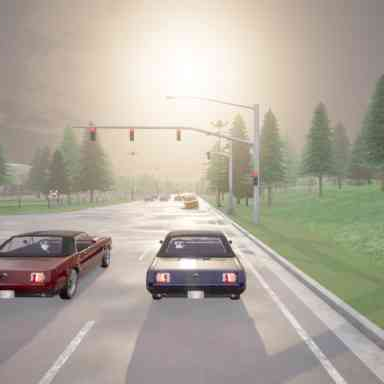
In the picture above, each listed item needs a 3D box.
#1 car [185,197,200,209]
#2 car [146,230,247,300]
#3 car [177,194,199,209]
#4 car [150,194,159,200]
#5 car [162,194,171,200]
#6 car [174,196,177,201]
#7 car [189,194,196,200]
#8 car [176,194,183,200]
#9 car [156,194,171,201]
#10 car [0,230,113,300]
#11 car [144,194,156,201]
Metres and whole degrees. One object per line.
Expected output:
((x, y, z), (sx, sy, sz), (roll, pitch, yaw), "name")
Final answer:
((0.096, 1.592, 50.001), (2.033, 1.411, 5.357), (0, 2, 0), "car")
((0.095, 1.601, 8.336), (1.895, 1.301, 4.718), (0, 0, 0), "car")
((-0.369, 1.053, 46.619), (1.882, 1.535, 5.008), (-10, 17, -8), "car")
((-10.324, 1.332, 91.064), (1.837, 1.490, 4.892), (0, 0, 0), "car")
((-6.824, 1.372, 91.058), (2.033, 1.411, 5.357), (0, 0, 0), "car")
((-3.343, 1.545, 81.047), (1.994, 1.385, 4.181), (0, 0, 0), "car")
((0.176, 1.372, 91.044), (2.033, 1.411, 5.357), (0, 0, 0), "car")
((-3.324, 1.357, 91.051), (1.812, 1.442, 4.674), (0, 0, 0), "car")
((-6.844, 1.531, 80.638), (2.033, 1.411, 5.357), (0, 0, 0), "car")
((-3.405, 1.601, 8.360), (1.895, 1.301, 4.718), (0, 0, 0), "car")
((-10.344, 1.531, 80.644), (2.033, 1.411, 5.357), (0, 0, 0), "car")
